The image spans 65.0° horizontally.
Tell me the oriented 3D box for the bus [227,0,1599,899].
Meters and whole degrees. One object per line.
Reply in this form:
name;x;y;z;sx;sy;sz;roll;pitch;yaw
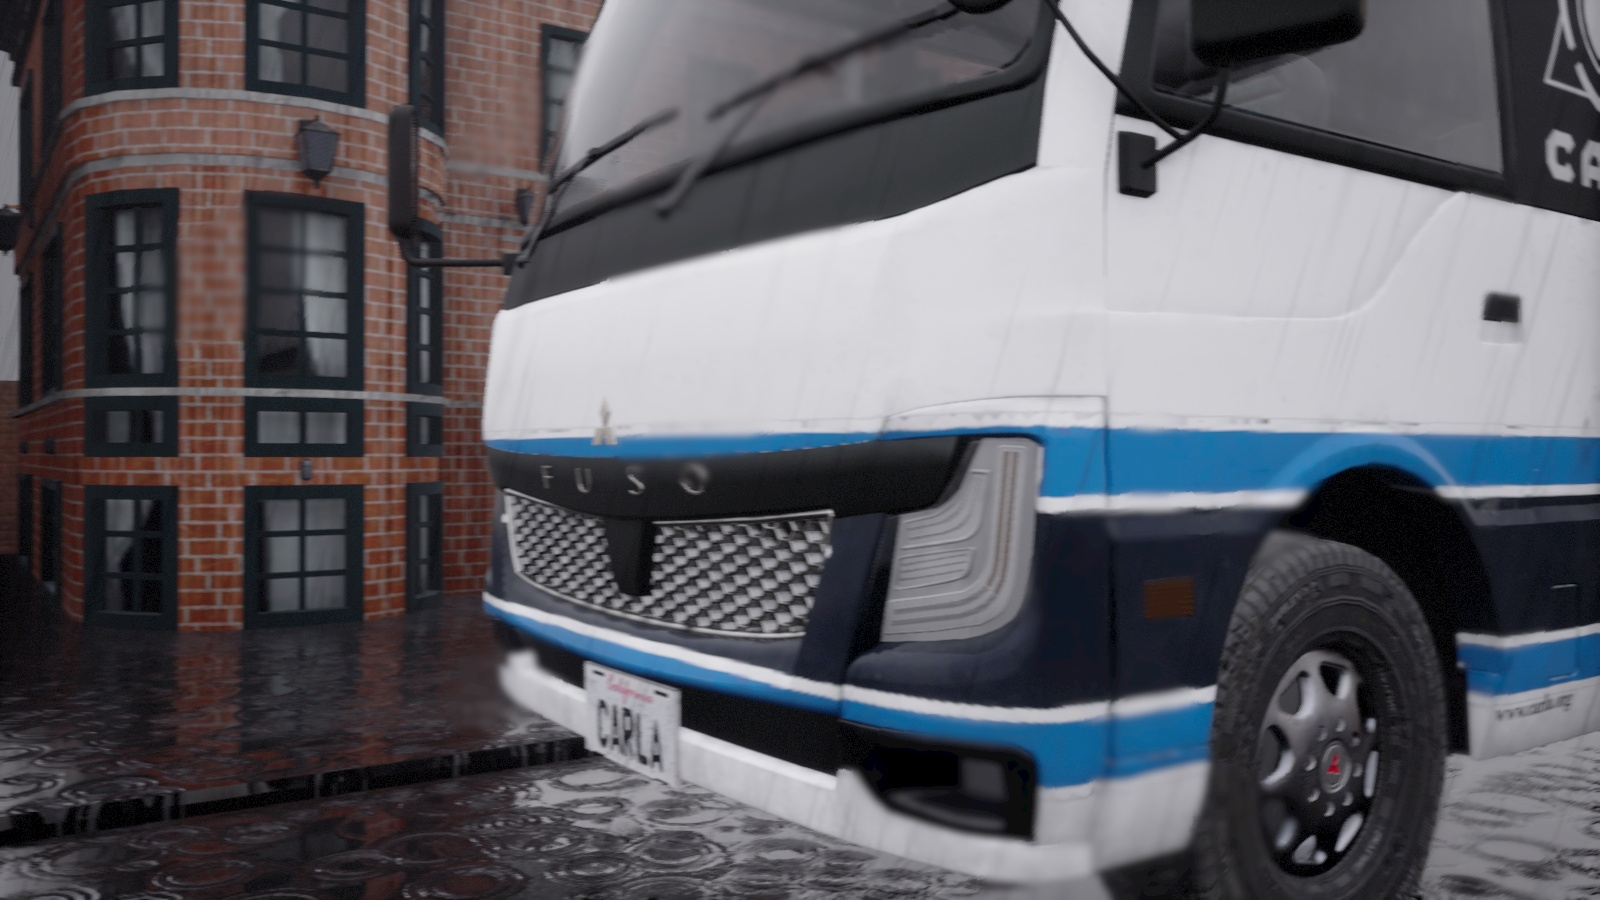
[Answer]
bus;3.029;-0.622;6.385;10.273;4.253;3.944;0;0;-35
